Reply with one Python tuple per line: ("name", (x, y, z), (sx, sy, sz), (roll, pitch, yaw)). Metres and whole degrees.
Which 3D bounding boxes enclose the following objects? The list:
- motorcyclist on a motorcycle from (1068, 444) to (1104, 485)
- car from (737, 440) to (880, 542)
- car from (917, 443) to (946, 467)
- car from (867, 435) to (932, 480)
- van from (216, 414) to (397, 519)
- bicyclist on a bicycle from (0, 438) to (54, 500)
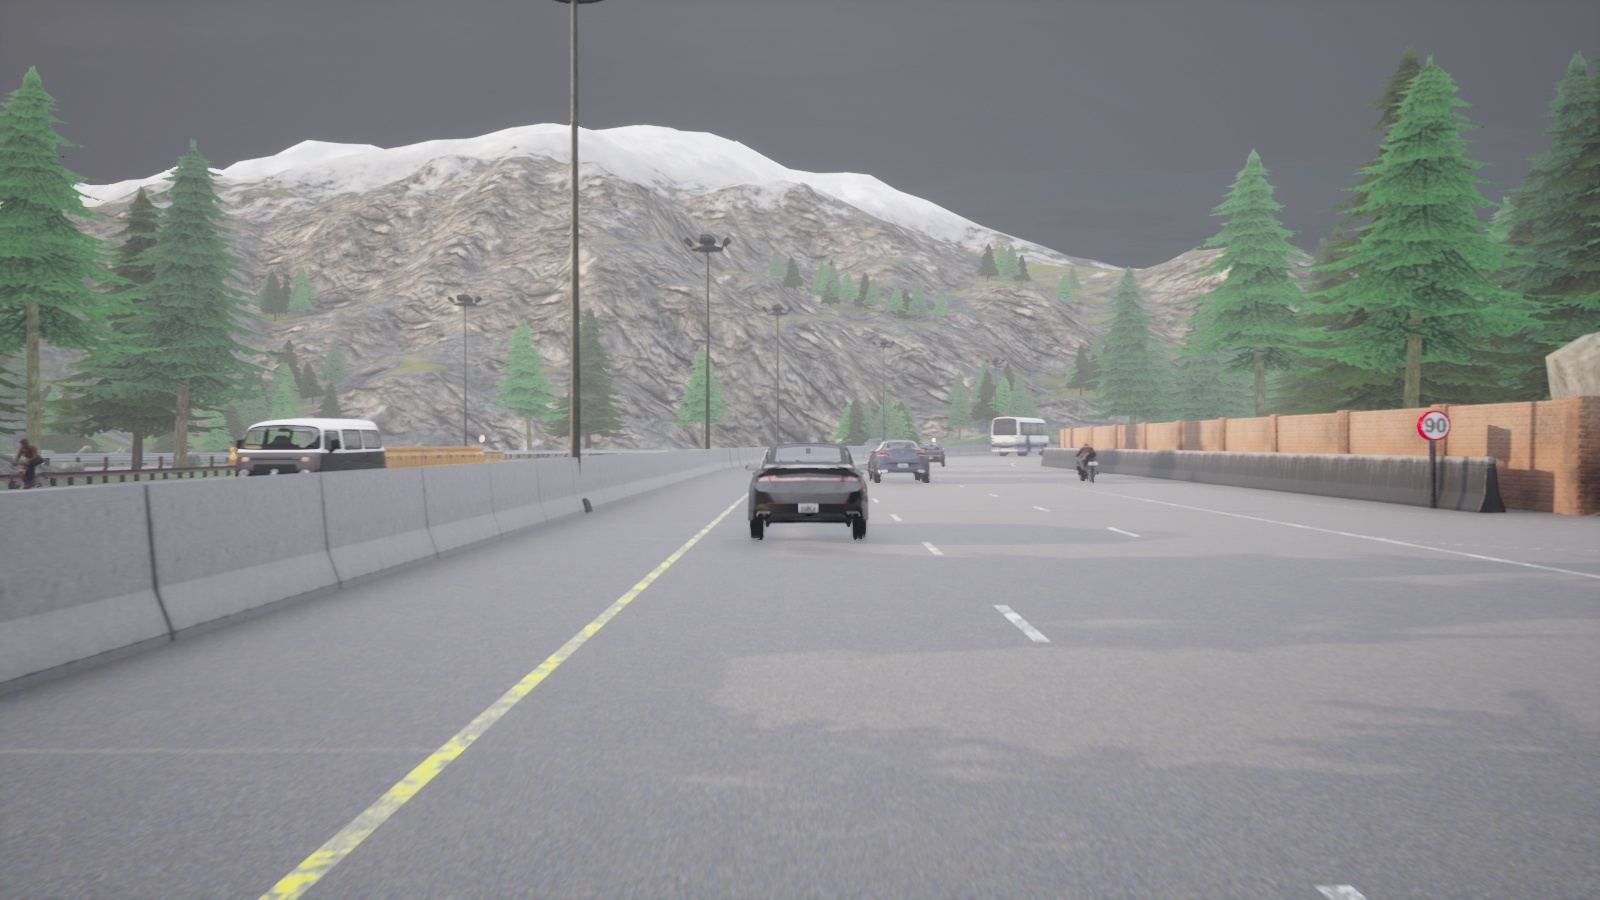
("motorcyclist on a motorcycle", (10.787, 0.523, 47.427), (0.866, 1.530, 2.191), (0, 0, 0))
("car", (0.135, 0.585, 21.112), (2.128, 1.511, 4.902), (0, 0, 0))
("car", (8.509, 0.311, 80.958), (1.816, 1.474, 4.193), (0, 0, 7))
("car", (3.793, 0.253, 48.768), (2.152, 1.651, 5.027), (0, 0, 0))
("van", (-10.333, 0.311, 26.721), (2.069, 2.038, 4.480), (0, 0, 0))
("bicyclist on a bicycle", (-20.793, 0.493, 33.688), (0.582, 1.620, 1.656), (0, 1, 0))
